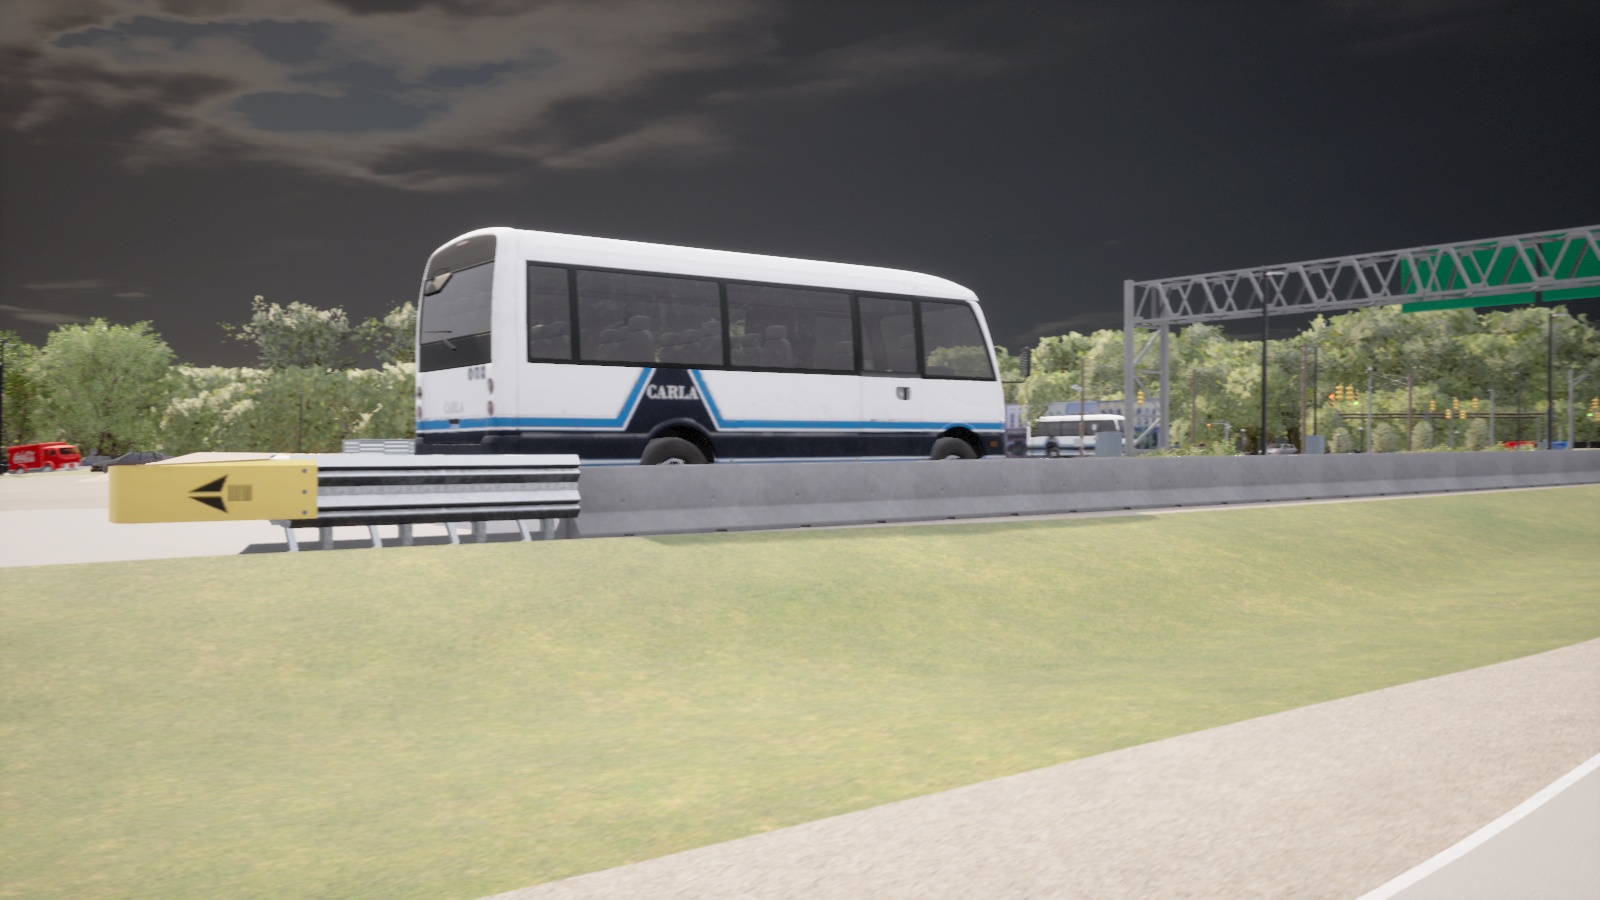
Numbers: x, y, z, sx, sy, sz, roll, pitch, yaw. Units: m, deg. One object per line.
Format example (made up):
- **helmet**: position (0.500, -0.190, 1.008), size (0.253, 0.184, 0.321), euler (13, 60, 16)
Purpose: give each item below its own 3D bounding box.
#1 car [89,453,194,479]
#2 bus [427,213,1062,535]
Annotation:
- **car**: position (-40.484, 0.978, 77.321), size (5.357, 1.411, 2.033), euler (-2, 1, -14)
- **bus**: position (-0.559, -1.046, 21.245), size (10.273, 4.253, 3.944), euler (-1, 0, -37)
